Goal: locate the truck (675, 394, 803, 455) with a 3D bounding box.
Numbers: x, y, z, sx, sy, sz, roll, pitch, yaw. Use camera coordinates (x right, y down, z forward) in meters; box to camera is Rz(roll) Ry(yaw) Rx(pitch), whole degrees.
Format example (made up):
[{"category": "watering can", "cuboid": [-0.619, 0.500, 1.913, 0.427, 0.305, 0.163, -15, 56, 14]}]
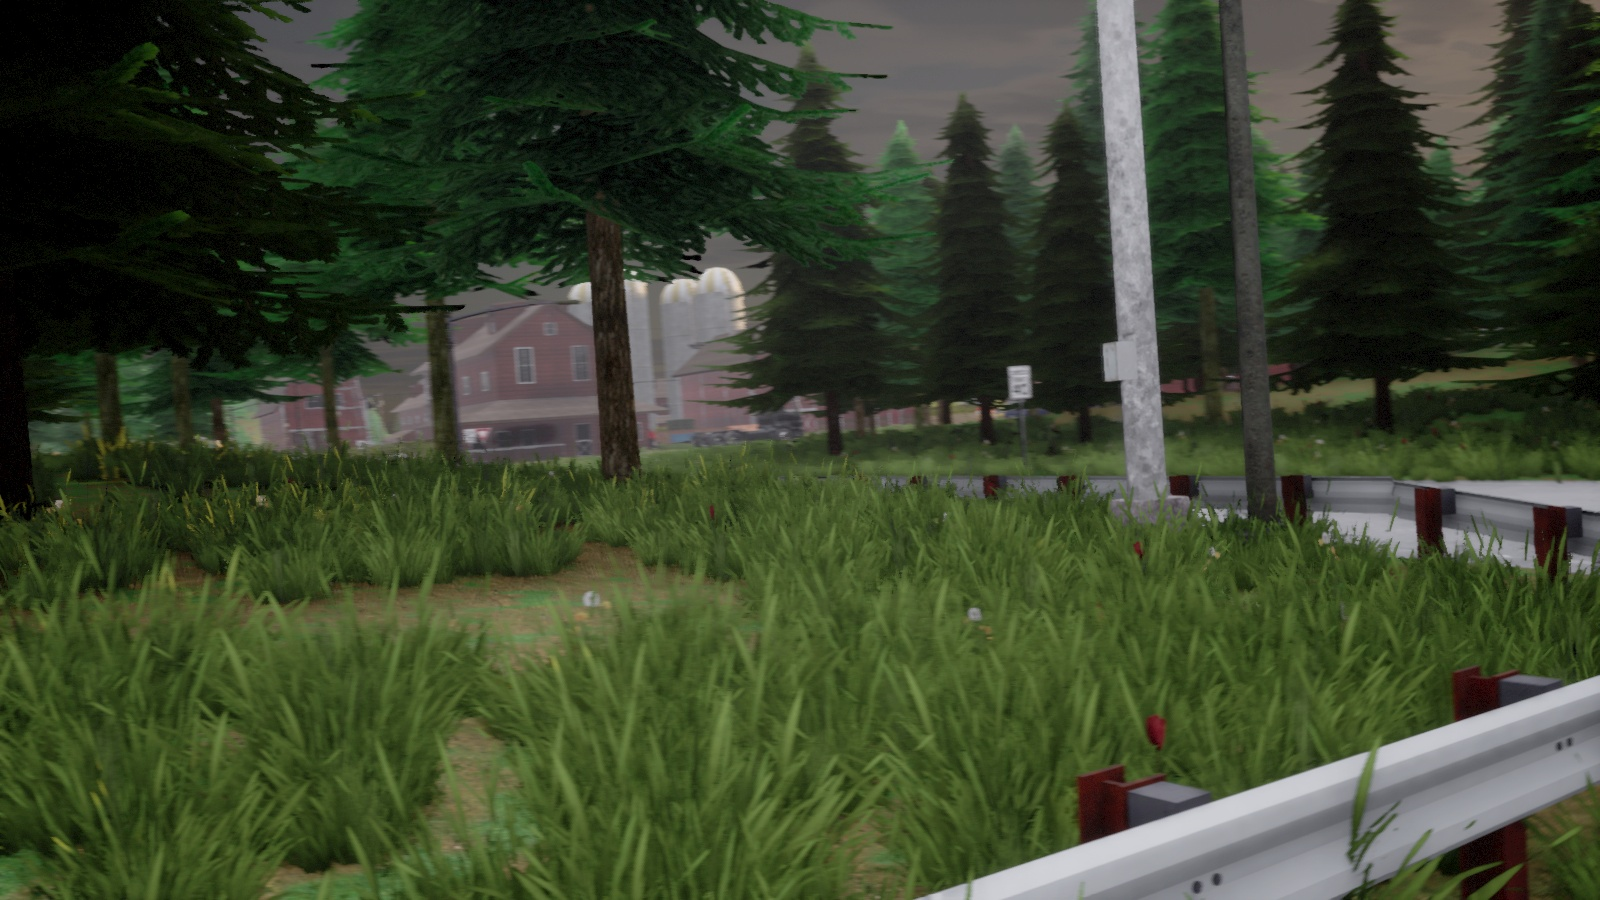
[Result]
[{"category": "truck", "cuboid": [-4.121, -1.757, 85.622, 7.936, 3.462, 2.891, -6, 1, -30]}]
